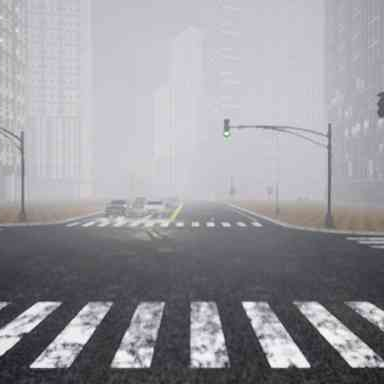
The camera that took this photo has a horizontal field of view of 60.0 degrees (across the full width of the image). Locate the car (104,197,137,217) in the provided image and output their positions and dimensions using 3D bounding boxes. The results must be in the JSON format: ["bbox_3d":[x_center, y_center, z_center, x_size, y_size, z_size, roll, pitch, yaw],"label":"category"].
[{"bbox_3d":[-6.593,1.399,30.322,1.837,1.490,4.892,0,1,0],"label":"car"}]

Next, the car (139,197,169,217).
[{"bbox_3d":[-3.346,1.424,29.951,1.812,1.442,4.674,0,0,-2],"label":"car"}]

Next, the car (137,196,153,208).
[{"bbox_3d":[-6.588,1.339,43.042,1.837,1.490,4.892,0,2,0],"label":"car"}]

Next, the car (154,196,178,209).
[{"bbox_3d":[-3.338,1.389,42.666,2.033,1.411,5.357,0,0,0],"label":"car"}]
